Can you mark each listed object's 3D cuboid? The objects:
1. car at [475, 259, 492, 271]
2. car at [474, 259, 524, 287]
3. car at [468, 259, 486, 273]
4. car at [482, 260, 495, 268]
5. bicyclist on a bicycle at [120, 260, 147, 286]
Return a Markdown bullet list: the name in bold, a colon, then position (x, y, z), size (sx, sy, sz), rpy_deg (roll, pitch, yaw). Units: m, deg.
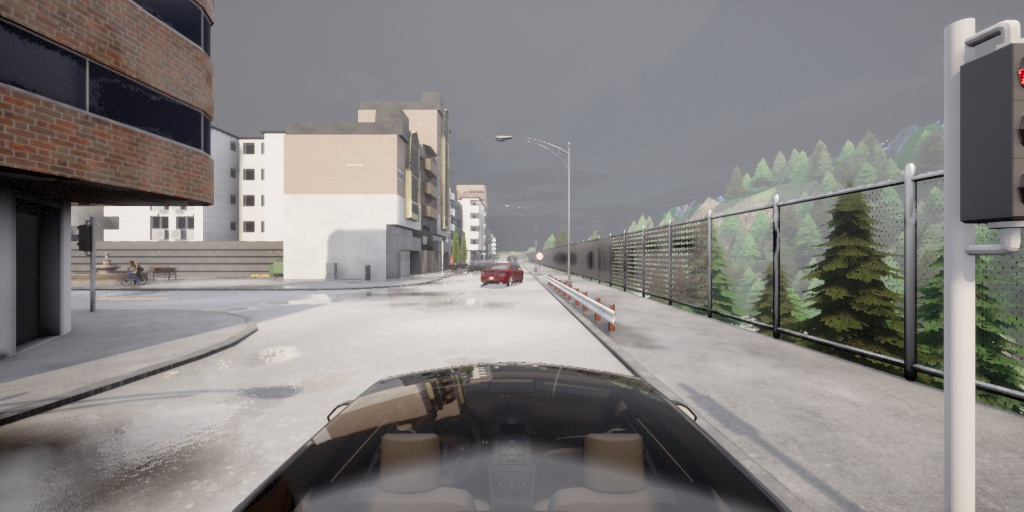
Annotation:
- **car**: position (-4.087, 1.241, 51.752), size (2.128, 1.511, 4.902), rpy_deg (0, 0, 0)
- **car**: position (-0.564, 1.227, 24.650), size (1.882, 1.535, 5.008), rpy_deg (1, 0, 17)
- **car**: position (-4.093, 1.351, 42.403), size (1.895, 1.301, 4.718), rpy_deg (0, 0, 0)
- **car**: position (-4.051, 1.351, 61.888), size (1.895, 1.301, 4.718), rpy_deg (0, 0, 0)
- **bicyclist on a bicycle**: position (-24.281, 1.099, 23.054), size (0.582, 1.620, 1.656), rpy_deg (0, 0, 0)
